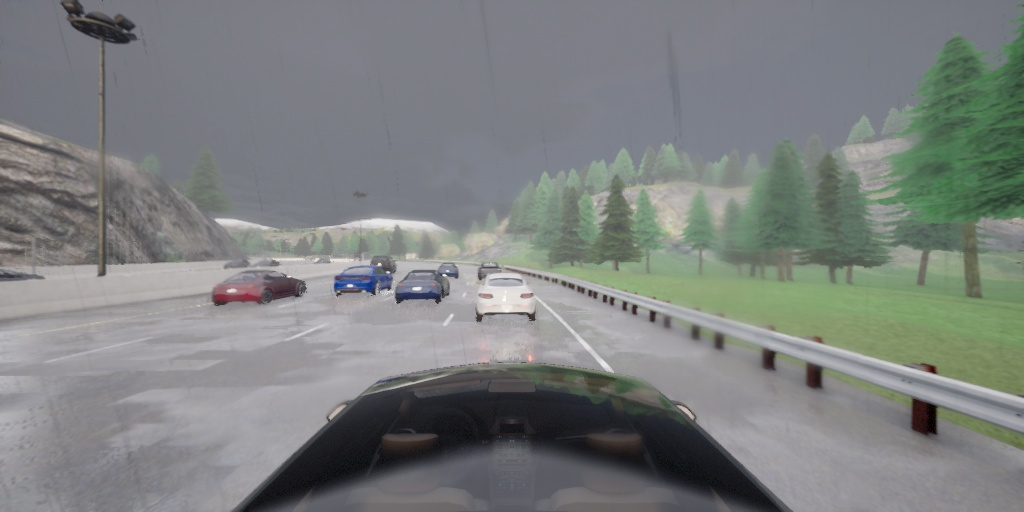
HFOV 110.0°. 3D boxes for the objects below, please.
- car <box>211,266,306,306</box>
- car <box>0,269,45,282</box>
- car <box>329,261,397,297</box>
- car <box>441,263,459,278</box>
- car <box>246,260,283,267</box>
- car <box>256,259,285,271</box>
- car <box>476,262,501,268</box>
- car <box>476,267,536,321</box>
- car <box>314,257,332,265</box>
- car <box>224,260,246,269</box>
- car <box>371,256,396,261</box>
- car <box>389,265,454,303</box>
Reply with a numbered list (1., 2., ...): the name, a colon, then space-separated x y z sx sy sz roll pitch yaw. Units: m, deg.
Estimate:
1. car: -11.013 1.328 15.944 1.994 1.385 4.181 0 0 -4
2. car: -21.591 1.269 13.935 2.128 1.511 4.902 0 0 -4
3. car: -7.767 1.237 19.211 1.882 1.535 5.008 0 0 -5
4. car: -6.073 1.321 34.059 1.994 1.385 4.181 0 0 -9
5. car: -29.277 1.291 42.861 1.837 1.490 4.892 0 0 -13
6. car: -35.303 1.288 52.587 2.128 1.511 4.902 0 0 -15
7. car: -1.946 1.244 30.051 2.128 1.511 4.902 0 0 -8
8. car: -0.266 1.276 12.341 1.812 1.442 4.674 0 0 -3
9. car: -28.481 1.278 54.103 2.128 1.511 4.902 0 0 -15
10. car: -38.273 1.302 50.294 1.837 1.490 4.892 0 0 -15
11. car: -14.043 0.989 39.225 2.150 2.045 5.566 0 0 -11
12. car: -4.059 1.319 16.758 1.994 1.385 4.181 0 0 -4
